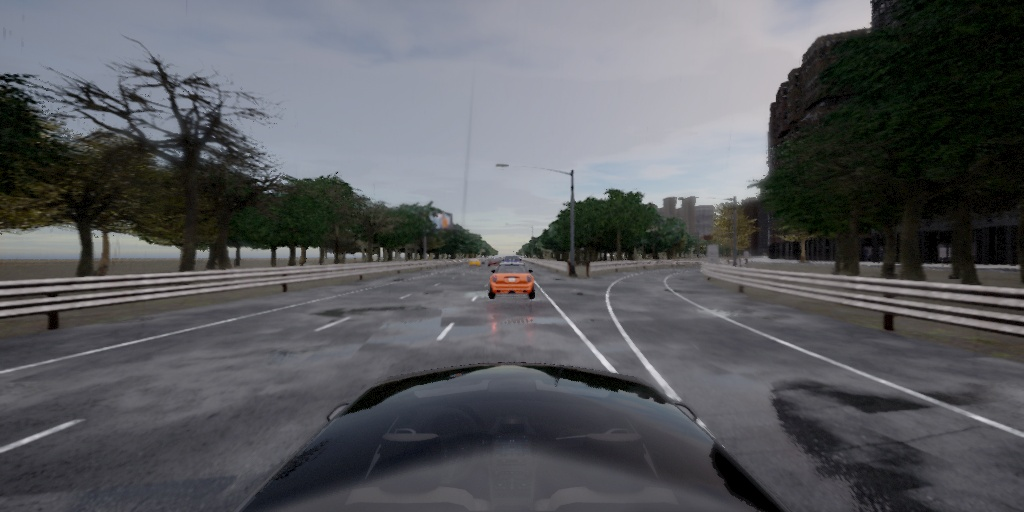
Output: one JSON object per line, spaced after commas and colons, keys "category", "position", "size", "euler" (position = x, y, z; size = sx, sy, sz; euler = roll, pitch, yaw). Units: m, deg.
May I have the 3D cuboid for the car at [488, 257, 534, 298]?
{"category": "car", "position": [-0.008, 1.102, 18.560], "size": [2.097, 1.767, 4.553], "euler": [0, 0, 0]}
